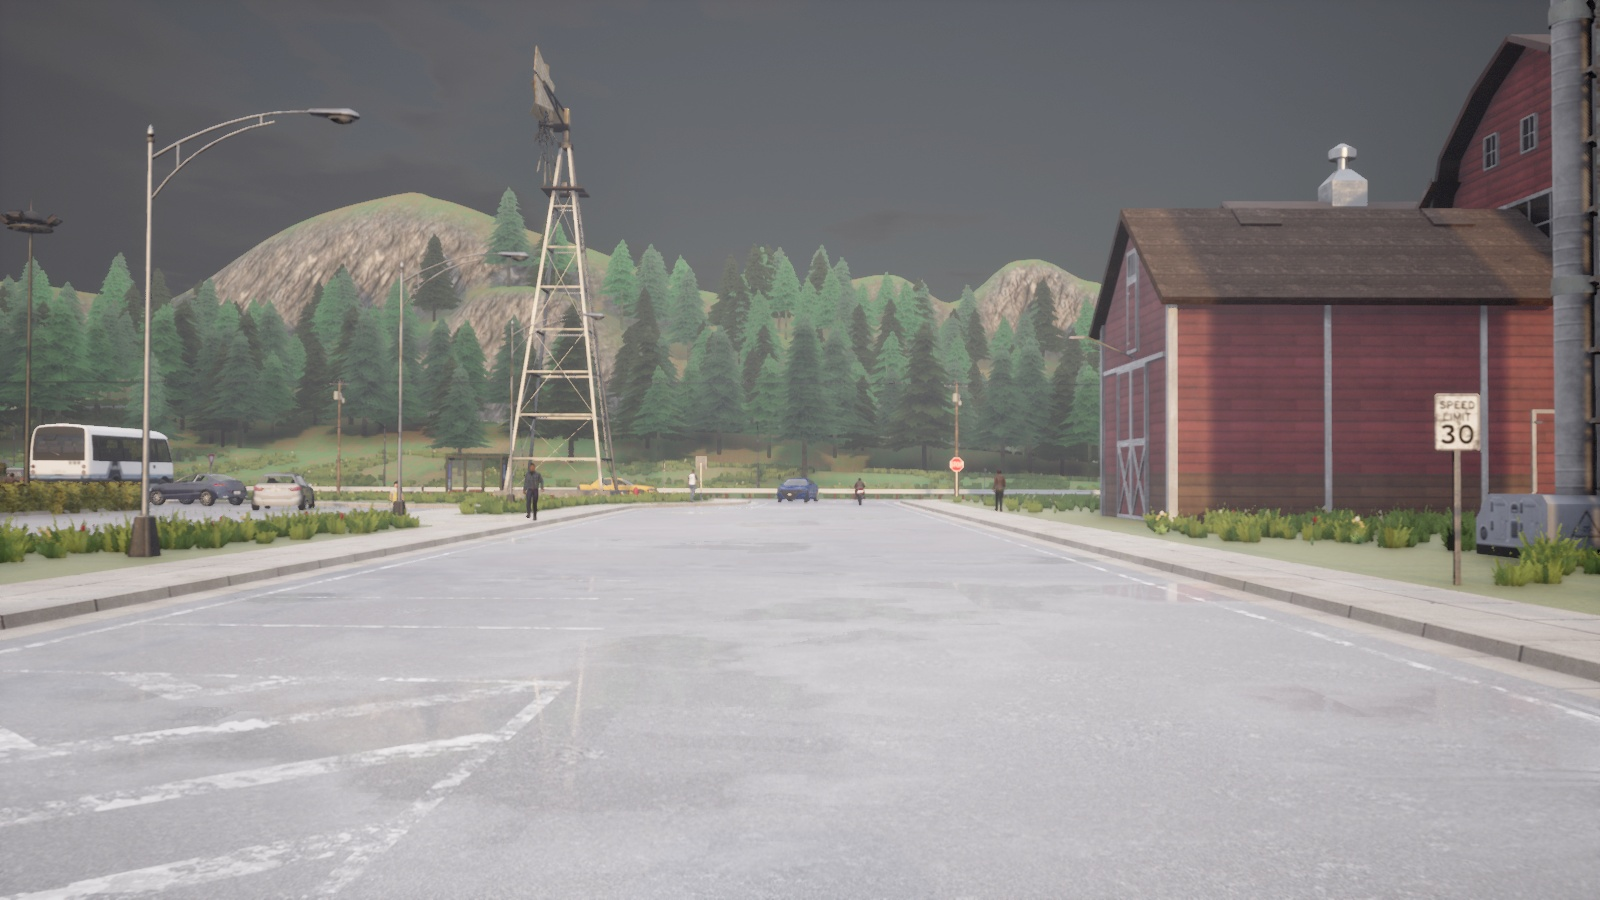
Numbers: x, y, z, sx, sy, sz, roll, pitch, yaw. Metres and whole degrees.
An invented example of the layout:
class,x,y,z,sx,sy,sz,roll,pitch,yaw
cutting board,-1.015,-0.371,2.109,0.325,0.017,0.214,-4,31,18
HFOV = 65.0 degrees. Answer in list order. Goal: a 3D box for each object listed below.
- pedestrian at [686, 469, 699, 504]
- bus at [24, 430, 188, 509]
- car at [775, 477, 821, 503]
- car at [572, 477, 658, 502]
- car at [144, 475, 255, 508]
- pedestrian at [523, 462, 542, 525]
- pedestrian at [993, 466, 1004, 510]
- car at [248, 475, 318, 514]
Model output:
class,x,y,z,sx,sy,sz,roll,pitch,yaw
pedestrian,-5.748,1.940,67.266,0.354,1.836,0.706,-1,-1,26
bus,-39.691,1.155,72.448,3.944,4.253,10.273,0,-1,-1
car,-0.103,2.461,77.602,1.882,1.535,5.008,-1,-1,11
car,-12.170,2.580,82.723,5.366,1.575,1.801,0,-1,1
car,-30.374,2.082,63.540,5.027,1.651,2.152,-1,-1,21
pedestrian,-8.332,1.348,39.097,0.423,1.949,0.788,0,-1,0
pedestrian,8.223,1.557,52.009,0.328,1.805,0.869,0,-1,-1
car,-23.204,1.970,56.570,2.242,1.667,4.611,0,-1,-14
